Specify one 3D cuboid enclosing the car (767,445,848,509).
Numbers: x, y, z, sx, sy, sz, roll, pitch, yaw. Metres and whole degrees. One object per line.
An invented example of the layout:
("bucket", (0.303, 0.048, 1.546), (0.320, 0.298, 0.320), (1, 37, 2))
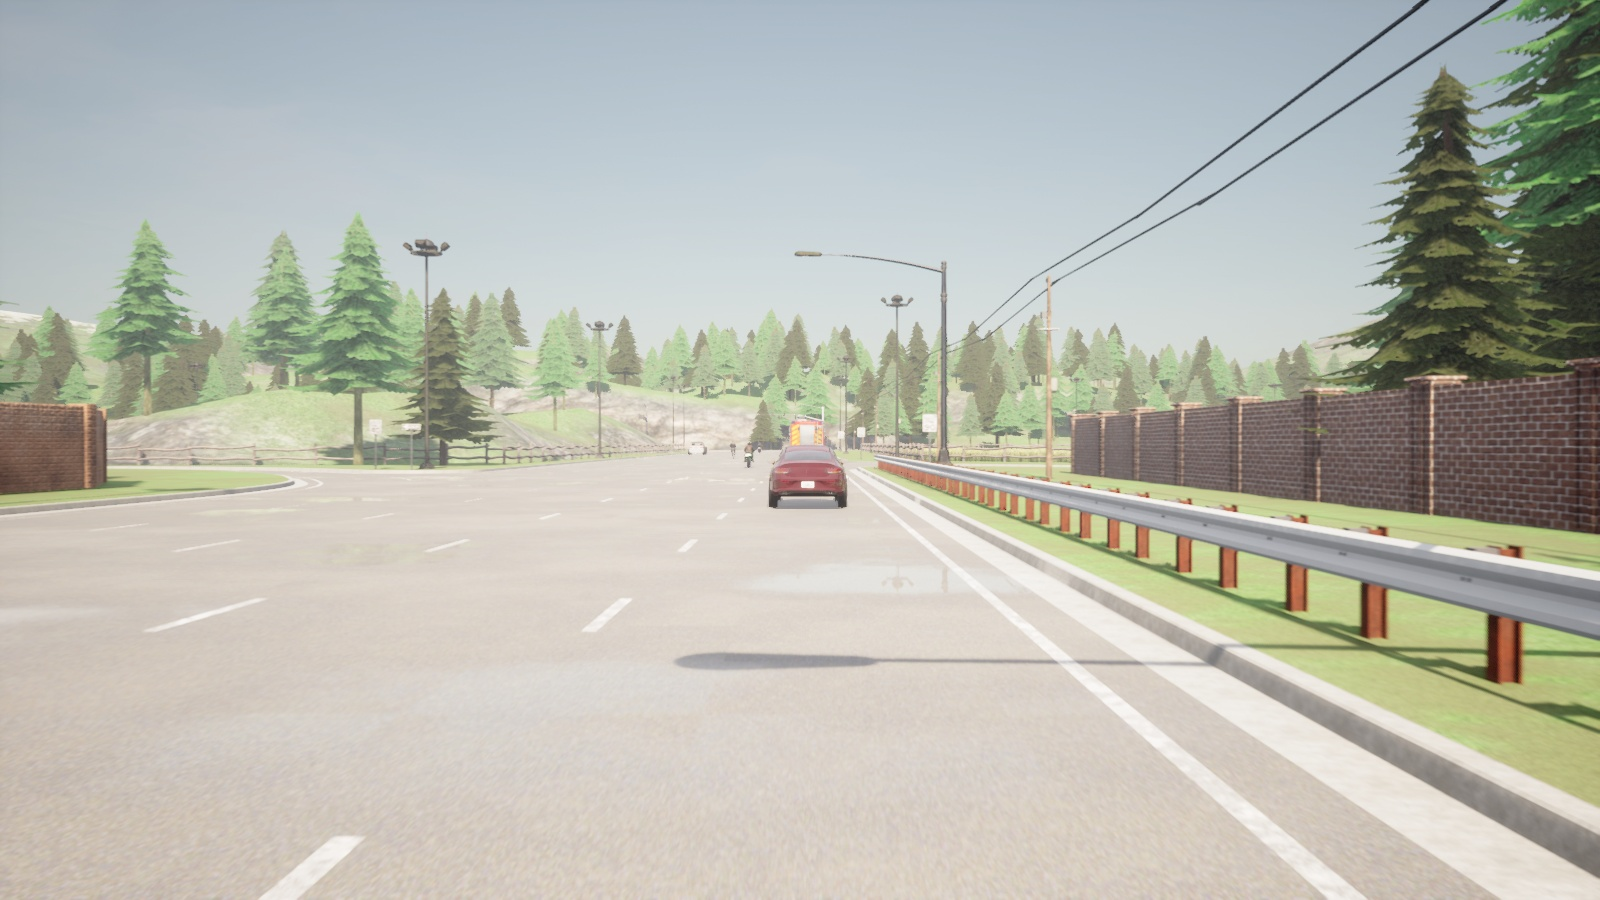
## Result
("car", (0.189, 0.600, 30.542), (1.812, 1.442, 4.674), (0, 0, 0))
